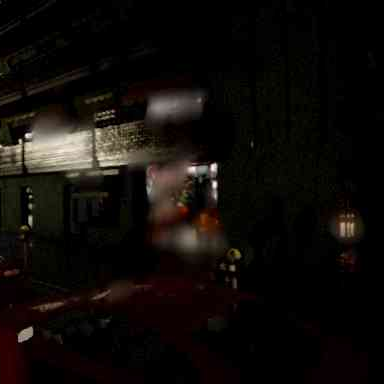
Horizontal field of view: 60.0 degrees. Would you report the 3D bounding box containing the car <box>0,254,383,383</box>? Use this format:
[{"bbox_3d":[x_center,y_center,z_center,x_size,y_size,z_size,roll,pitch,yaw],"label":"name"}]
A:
[{"bbox_3d":[-0.481,1.543,3.234,4.507,1.381,1.887,0,-1,36],"label":"car"}]
